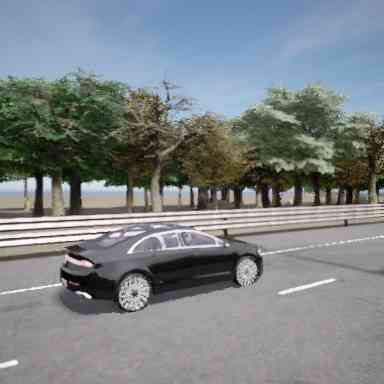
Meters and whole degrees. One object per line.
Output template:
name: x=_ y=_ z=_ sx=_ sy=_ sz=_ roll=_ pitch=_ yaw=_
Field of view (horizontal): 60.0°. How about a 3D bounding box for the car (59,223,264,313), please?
car: x=-0.431 y=1.488 z=7.682 sx=4.902 sy=1.511 sz=2.128 roll=0 pitch=0 yaw=-35
